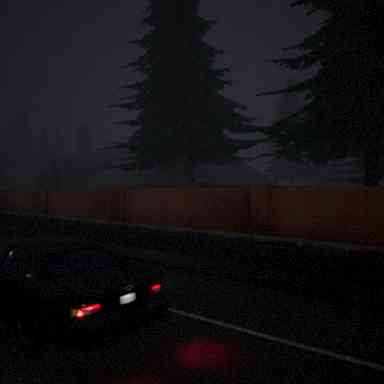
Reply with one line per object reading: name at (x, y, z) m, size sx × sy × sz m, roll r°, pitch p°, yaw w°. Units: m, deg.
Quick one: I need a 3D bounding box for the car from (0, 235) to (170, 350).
car at (-2.873, 1.559, 6.277) m, size 5.357 × 1.411 × 2.033 m, roll 0°, pitch 0°, yaw 38°
